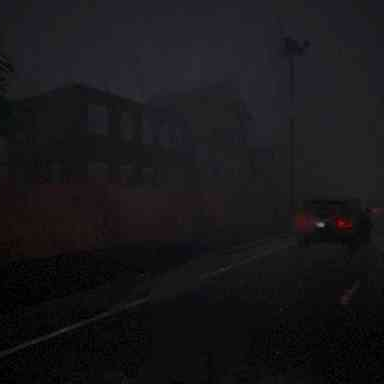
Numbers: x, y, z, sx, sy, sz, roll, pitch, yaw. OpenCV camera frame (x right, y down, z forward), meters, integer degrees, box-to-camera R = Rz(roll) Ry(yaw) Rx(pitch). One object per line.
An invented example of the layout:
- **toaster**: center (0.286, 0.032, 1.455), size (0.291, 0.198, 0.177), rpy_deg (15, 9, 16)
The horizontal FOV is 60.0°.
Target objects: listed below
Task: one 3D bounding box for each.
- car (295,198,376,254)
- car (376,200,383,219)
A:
- **car**: center (6.168, 1.284, 14.186), size (2.150, 2.045, 5.566), rpy_deg (0, 0, 35)
- **car**: center (15.279, 1.471, 27.311), size (2.097, 1.767, 4.553), rpy_deg (0, 0, 35)
